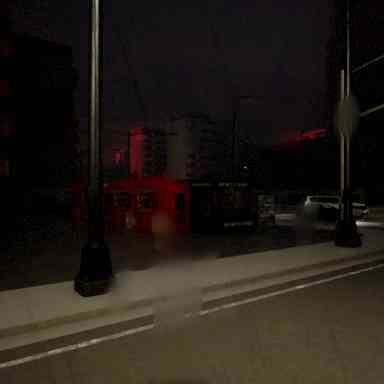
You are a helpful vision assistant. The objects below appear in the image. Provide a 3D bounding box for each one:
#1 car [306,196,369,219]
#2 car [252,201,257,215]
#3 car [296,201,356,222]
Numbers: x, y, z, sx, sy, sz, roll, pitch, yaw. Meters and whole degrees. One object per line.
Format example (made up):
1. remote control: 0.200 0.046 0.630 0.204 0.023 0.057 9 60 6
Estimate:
1. car: 12.797 1.339 29.946 2.150 2.045 5.566 0 -1 -36
2. car: 5.396 1.685 34.197 1.882 1.535 5.008 0 -1 -36
3. car: 10.578 1.667 27.037 1.994 1.385 4.181 0 -1 -36
